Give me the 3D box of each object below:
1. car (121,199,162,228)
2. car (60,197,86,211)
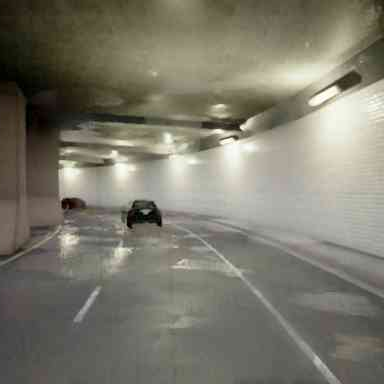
[{"bbox_3d":[-3.391,1.239,21.683,2.097,1.767,4.553,0,0,-18],"label":"car"},{"bbox_3d":[-14.210,1.304,38.719,1.882,1.535,5.008,0,0,-45],"label":"car"}]
